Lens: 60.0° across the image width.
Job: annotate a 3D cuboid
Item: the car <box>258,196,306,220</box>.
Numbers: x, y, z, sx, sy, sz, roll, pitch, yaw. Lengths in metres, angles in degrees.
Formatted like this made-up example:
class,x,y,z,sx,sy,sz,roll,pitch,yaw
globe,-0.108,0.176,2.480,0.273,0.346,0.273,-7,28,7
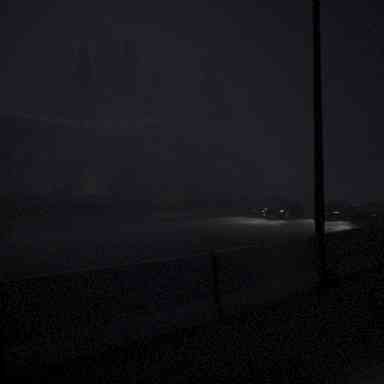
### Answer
class,x,y,z,sx,sy,sz,roll,pitch,yaw
car,8.265,1.496,29.610,2.097,1.767,4.553,-1,-1,44

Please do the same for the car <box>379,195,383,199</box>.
class,x,y,z,sx,sy,sz,roll,pitch,yaw
car,36.603,1.436,63.260,1.837,1.490,4.892,-1,-1,27

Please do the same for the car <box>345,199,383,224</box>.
class,x,y,z,sx,sy,sz,roll,pitch,yaw
car,13.580,1.516,25.019,1.882,1.535,5.008,-1,-1,44

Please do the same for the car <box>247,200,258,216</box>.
class,x,y,z,sx,sy,sz,roll,pitch,yaw
car,7.908,1.410,34.225,2.150,2.045,5.566,-1,-1,43

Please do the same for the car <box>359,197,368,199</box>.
class,x,y,z,sx,sy,sz,roll,pitch,yaw
car,32.863,1.555,63.580,1.994,1.385,4.181,-1,-1,27

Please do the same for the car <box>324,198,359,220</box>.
class,x,y,z,sx,sy,sz,roll,pitch,yaw
car,12.972,1.588,29.426,1.837,1.490,4.892,-1,0,43

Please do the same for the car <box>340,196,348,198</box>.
class,x,y,z,sx,sy,sz,roll,pitch,yaw
car,31.146,1.583,68.022,1.812,1.442,4.674,-1,-1,25
